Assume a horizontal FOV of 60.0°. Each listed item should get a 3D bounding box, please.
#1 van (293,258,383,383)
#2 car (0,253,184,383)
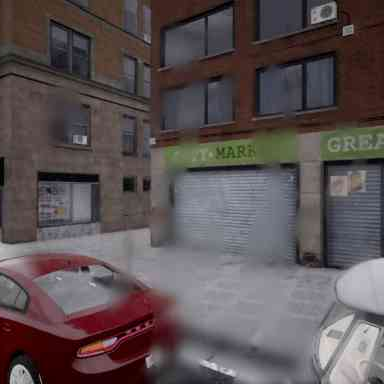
[{"bbox_3d":[2.411,1.341,1.357,3.998,1.788,1.690,0,0,35],"label":"van"},{"bbox_3d":[-2.198,1.544,4.644,4.507,1.381,1.887,0,0,35],"label":"car"}]
